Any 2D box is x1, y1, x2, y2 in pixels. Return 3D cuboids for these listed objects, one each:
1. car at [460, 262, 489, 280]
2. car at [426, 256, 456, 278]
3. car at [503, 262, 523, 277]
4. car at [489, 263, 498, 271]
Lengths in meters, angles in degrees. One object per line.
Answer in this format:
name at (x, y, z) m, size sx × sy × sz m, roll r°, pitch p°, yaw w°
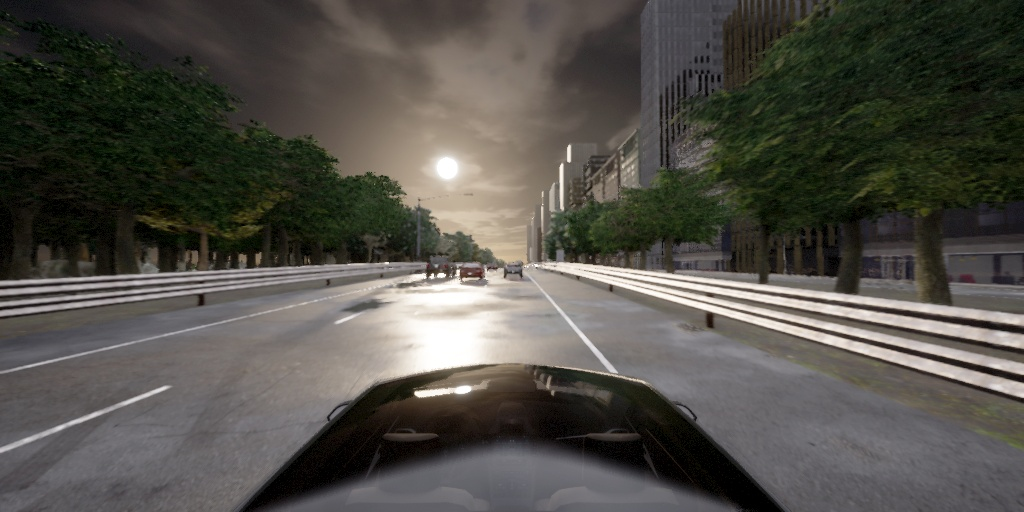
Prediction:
car at (-3.377, 1.281, 31.380) m, size 1.882 × 1.535 × 5.008 m, roll 0°, pitch 0°, yaw 0°
car at (-6.875, 1.059, 35.191) m, size 2.150 × 2.045 × 5.566 m, roll 0°, pitch -1°, yaw 0°
car at (0.125, 1.341, 36.480) m, size 2.128 × 1.511 × 4.902 m, roll 0°, pitch -1°, yaw 0°
car at (-3.354, 1.886, 62.711) m, size 1.895 × 1.301 × 4.718 m, roll 0°, pitch -1°, yaw 0°
